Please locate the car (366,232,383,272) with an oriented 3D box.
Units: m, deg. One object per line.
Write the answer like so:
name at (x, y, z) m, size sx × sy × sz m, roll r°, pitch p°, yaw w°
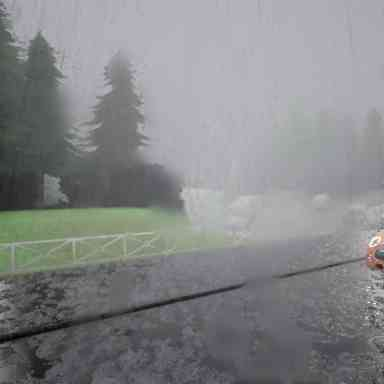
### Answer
car at (7.035, 1.365, 9.611) m, size 4.553 × 1.767 × 2.097 m, roll 0°, pitch 0°, yaw -35°
